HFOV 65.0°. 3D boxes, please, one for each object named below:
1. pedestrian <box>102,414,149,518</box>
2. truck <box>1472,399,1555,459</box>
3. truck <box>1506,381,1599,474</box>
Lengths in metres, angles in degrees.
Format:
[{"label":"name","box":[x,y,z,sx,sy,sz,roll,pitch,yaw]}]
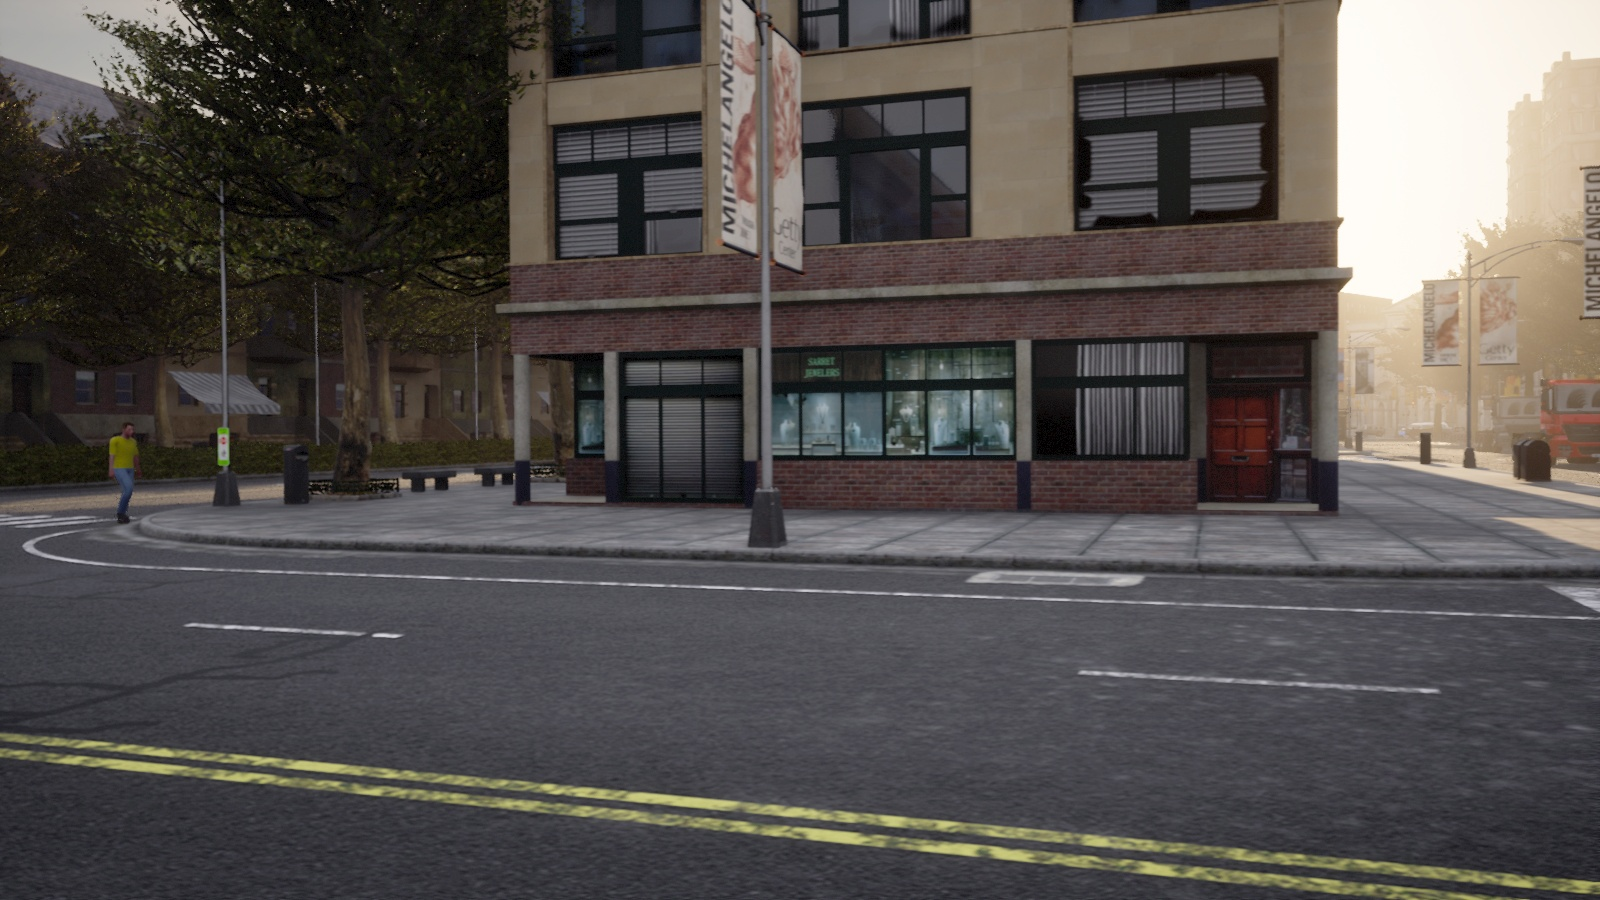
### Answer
[{"label":"pedestrian","box":[-12.069,0.279,22.459,0.706,1.836,0.354,0,1,22]},{"label":"truck","box":[43.006,-1.262,75.942,2.891,3.462,7.936,0,1,18]},{"label":"truck","box":[30.855,-0.887,50.451,2.891,3.462,7.936,0,1,18]}]
